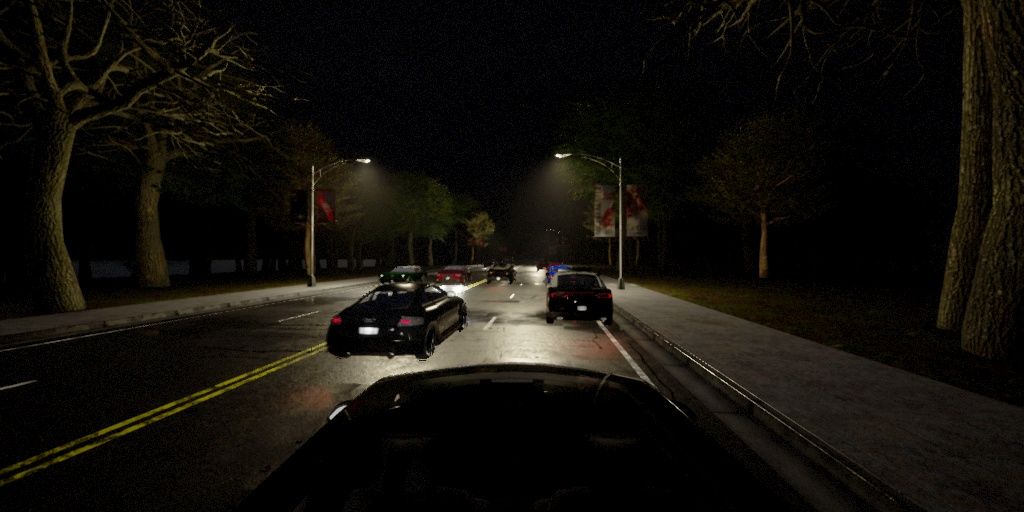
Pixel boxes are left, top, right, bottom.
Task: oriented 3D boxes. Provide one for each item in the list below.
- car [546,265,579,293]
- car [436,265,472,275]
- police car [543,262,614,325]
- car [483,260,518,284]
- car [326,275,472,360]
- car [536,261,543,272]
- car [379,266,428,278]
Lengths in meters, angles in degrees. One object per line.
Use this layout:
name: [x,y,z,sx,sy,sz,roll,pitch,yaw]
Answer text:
car: [2.976,1.299,21.943,1.812,1.442,4.674,0,0,5]
car: [-4.228,1.344,26.501,1.994,1.385,4.181,0,0,5]
police car: [2.091,1.182,12.081,1.930,1.638,5.238,0,0,5]
car: [-0.709,1.289,27.135,1.837,1.490,4.892,0,0,5]
car: [-2.386,1.316,8.435,1.994,1.385,4.181,0,0,5]
car: [4.377,1.374,49.236,1.812,1.442,4.674,0,0,5]
car: [-7.583,1.377,25.427,1.895,1.301,4.718,0,0,5]
